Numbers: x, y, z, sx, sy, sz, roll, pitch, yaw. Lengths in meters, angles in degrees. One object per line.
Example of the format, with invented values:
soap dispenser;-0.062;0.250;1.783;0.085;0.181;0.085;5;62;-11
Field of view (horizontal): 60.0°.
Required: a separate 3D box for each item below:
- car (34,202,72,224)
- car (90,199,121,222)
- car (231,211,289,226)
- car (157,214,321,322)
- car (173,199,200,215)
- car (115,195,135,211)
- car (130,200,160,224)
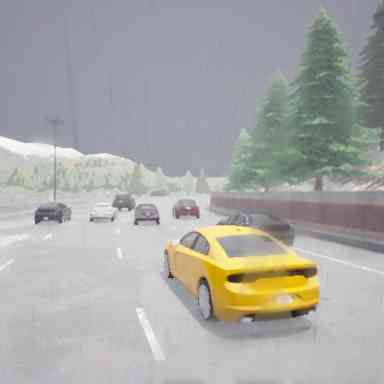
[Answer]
car;-10.445;1.559;25.294;1.837;1.490;4.892;0;0;-9
car;-7.218;1.596;27.455;1.812;1.442;4.674;0;0;-8
car;2.477;1.558;14.129;1.837;1.490;4.892;0;0;-15
car;0.696;1.504;7.473;1.882;1.535;5.008;0;0;-17
car;-0.595;1.451;30.791;2.097;1.767;4.553;0;0;-7
car;-8.454;1.335;41.854;2.150;2.045;5.566;0;0;-2
car;-3.473;1.622;25.590;2.033;1.411;5.357;0;0;-9
